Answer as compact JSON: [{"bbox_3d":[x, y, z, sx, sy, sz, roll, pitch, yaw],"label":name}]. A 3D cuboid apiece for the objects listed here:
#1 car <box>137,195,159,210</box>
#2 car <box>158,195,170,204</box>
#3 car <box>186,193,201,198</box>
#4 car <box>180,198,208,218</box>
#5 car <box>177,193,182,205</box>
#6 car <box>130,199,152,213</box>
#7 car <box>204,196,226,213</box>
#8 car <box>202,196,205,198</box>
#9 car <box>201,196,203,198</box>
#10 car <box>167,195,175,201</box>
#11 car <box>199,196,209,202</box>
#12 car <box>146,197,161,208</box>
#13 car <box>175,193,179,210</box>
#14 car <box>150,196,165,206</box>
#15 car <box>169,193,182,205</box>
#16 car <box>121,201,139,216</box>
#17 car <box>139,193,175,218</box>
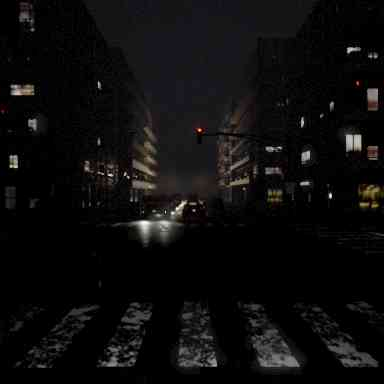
[{"bbox_3d":[-5.635,1.324,43.514,2.192,1.841,5.009,0,0,0],"label":"car"},{"bbox_3d":[-5.605,1.462,66.244,1.967,1.590,4.097,0,0,0],"label":"car"},{"bbox_3d":[0.184,1.242,60.955,2.150,2.045,5.566,0,0,0],"label":"car"},{"bbox_3d":[0.156,1.569,30.774,1.994,1.385,4.181,0,0,0],"label":"car"},{"bbox_3d":[-3.024,1.364,49.931,2.097,1.767,4.553,0,0,0],"label":"car"},{"bbox_3d":[-5.642,1.532,37.661,1.752,1.417,4.829,0,0,0],"label":"car"},{"bbox_3d":[2.738,1.447,37.823,1.967,1.590,4.097,0,0,0],"label":"car"},{"bbox_3d":[2.746,1.449,43.505,1.967,1.590,4.097,0,0,0],"label":"car"},{"bbox_3d":[2.761,1.596,54.870,1.802,1.307,4.206,0,0,0],"label":"car"},{"bbox_3d":[-5.577,1.590,88.973,2.008,1.369,4.403,0,0,0],"label":"car"},{"bbox_3d":[2.789,1.581,77.599,2.008,1.369,4.403,0,0,0],"label":"car"},{"bbox_3d":[-5.627,1.537,49.026,1.752,1.417,4.829,0,0,0],"label":"car"},{"bbox_3d":[-3.045,1.360,40.033,2.097,1.767,4.553,0,0,0],"label":"car"},{"bbox_3d":[-5.620,1.454,54.879,1.967,1.590,4.097,0,0,0],"label":"car"},{"bbox_3d":[-2.964,1.239,60.491,2.150,2.045,5.566,0,0,1],"label":"car"},{"bbox_3d":[-5.648,1.571,32.149,1.947,1.339,4.313,0,0,0],"label":"car"},{"bbox_3d":[-3.079,1.226,30.121,2.150,2.045,5.566,0,0,1],"label":"car"}]
